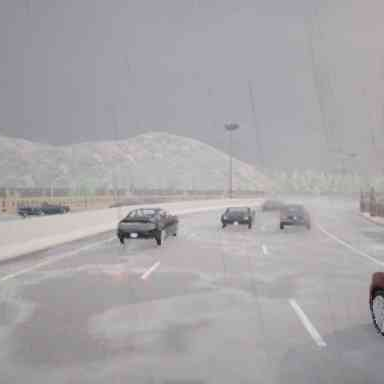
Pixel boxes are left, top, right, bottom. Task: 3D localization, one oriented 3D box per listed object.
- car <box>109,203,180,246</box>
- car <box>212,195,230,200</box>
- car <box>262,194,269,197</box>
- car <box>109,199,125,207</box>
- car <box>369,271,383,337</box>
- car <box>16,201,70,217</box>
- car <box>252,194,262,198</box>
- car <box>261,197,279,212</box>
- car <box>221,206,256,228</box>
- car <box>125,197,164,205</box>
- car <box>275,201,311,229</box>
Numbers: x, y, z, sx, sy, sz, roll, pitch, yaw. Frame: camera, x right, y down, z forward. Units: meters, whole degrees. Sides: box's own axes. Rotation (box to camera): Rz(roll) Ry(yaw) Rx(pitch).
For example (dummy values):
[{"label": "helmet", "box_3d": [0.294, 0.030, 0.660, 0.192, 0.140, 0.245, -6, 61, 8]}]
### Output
[{"label": "car", "box_3d": [-1.844, 1.469, 15.317, 2.128, 1.511, 4.902, 0, 0, 10]}, {"label": "car", "box_3d": [5.895, 1.432, 66.043, 1.882, 1.535, 5.008, 0, 0, 37]}, {"label": "car", "box_3d": [17.151, 1.246, 68.386, 2.033, 1.411, 5.357, 0, 0, 43]}, {"label": "car", "box_3d": [-6.982, 1.481, 36.621, 2.033, 1.411, 5.357, 0, 0, 21]}, {"label": "car", "box_3d": [3.812, 1.492, 3.552, 1.882, 1.535, 5.008, 0, 0, 2]}, {"label": "car", "box_3d": [-13.082, 1.512, 29.470, 1.895, 1.301, 4.718, 0, 0, 17]}, {"label": "car", "box_3d": [14.620, 1.168, 70.803, 1.882, 1.535, 5.008, 0, 0, 43]}, {"label": "car", "box_3d": [9.557, 1.572, 38.913, 1.994, 1.385, 4.181, 0, 0, 26]}, {"label": "car", "box_3d": [3.206, 1.595, 22.170, 1.895, 1.301, 4.718, 0, 0, 15]}, {"label": "car", "box_3d": [-4.388, 1.300, 33.356, 2.097, 1.767, 4.553, 0, 0, 21]}, {"label": "car", "box_3d": [6.669, 1.558, 21.741, 2.033, 1.411, 5.357, 0, 0, 15]}]
